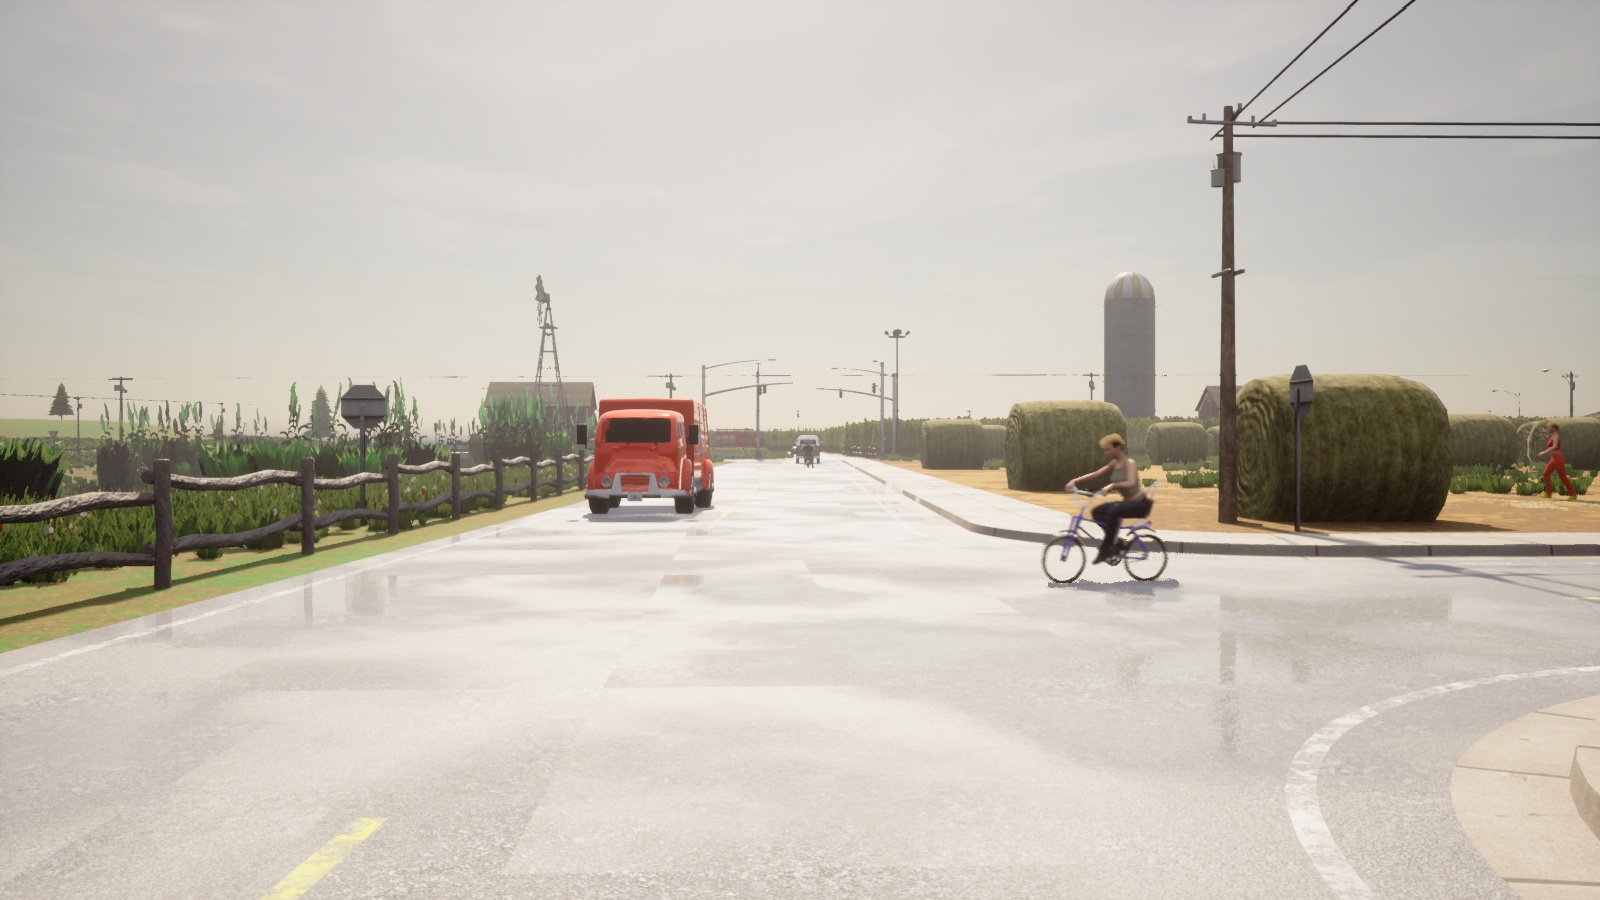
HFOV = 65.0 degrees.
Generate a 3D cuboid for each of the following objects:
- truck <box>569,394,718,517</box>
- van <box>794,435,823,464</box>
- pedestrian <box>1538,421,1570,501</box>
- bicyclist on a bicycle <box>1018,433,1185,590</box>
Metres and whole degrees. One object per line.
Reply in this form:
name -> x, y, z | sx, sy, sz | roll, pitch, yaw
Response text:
truck -> -3.311, 0.100, 27.866 | 2.627, 2.467, 5.204 | 0, 0, 0
van -> 0.589, -0.048, 91.887 | 2.069, 2.038, 4.480 | 0, 0, 0
pedestrian -> 17.417, 0.257, 29.004 | 0.594, 1.836, 0.345 | 0, 0, 23
bicyclist on a bicycle -> 3.236, 0.634, 13.544 | 1.509, 1.612, 0.866 | 0, 1, -13
